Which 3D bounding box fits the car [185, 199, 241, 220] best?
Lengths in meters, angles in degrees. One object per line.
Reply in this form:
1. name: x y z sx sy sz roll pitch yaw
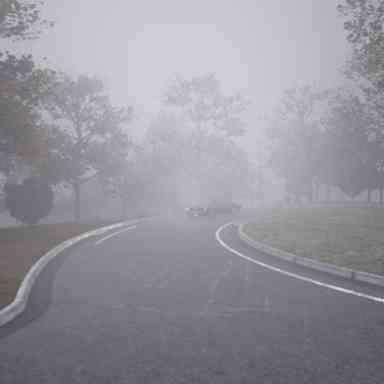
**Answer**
1. car: 1.564 1.162 23.551 1.895 1.301 4.718 0 1 38
